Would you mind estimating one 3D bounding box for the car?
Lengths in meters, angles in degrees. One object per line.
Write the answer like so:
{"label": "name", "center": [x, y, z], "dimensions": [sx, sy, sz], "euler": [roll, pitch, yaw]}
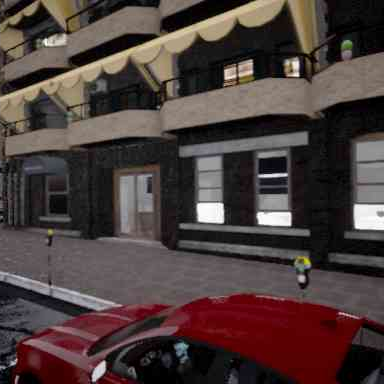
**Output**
{"label": "car", "center": [0.310, 1.548, 2.666], "dimensions": [4.507, 1.381, 1.887], "euler": [0, -1, 36]}
